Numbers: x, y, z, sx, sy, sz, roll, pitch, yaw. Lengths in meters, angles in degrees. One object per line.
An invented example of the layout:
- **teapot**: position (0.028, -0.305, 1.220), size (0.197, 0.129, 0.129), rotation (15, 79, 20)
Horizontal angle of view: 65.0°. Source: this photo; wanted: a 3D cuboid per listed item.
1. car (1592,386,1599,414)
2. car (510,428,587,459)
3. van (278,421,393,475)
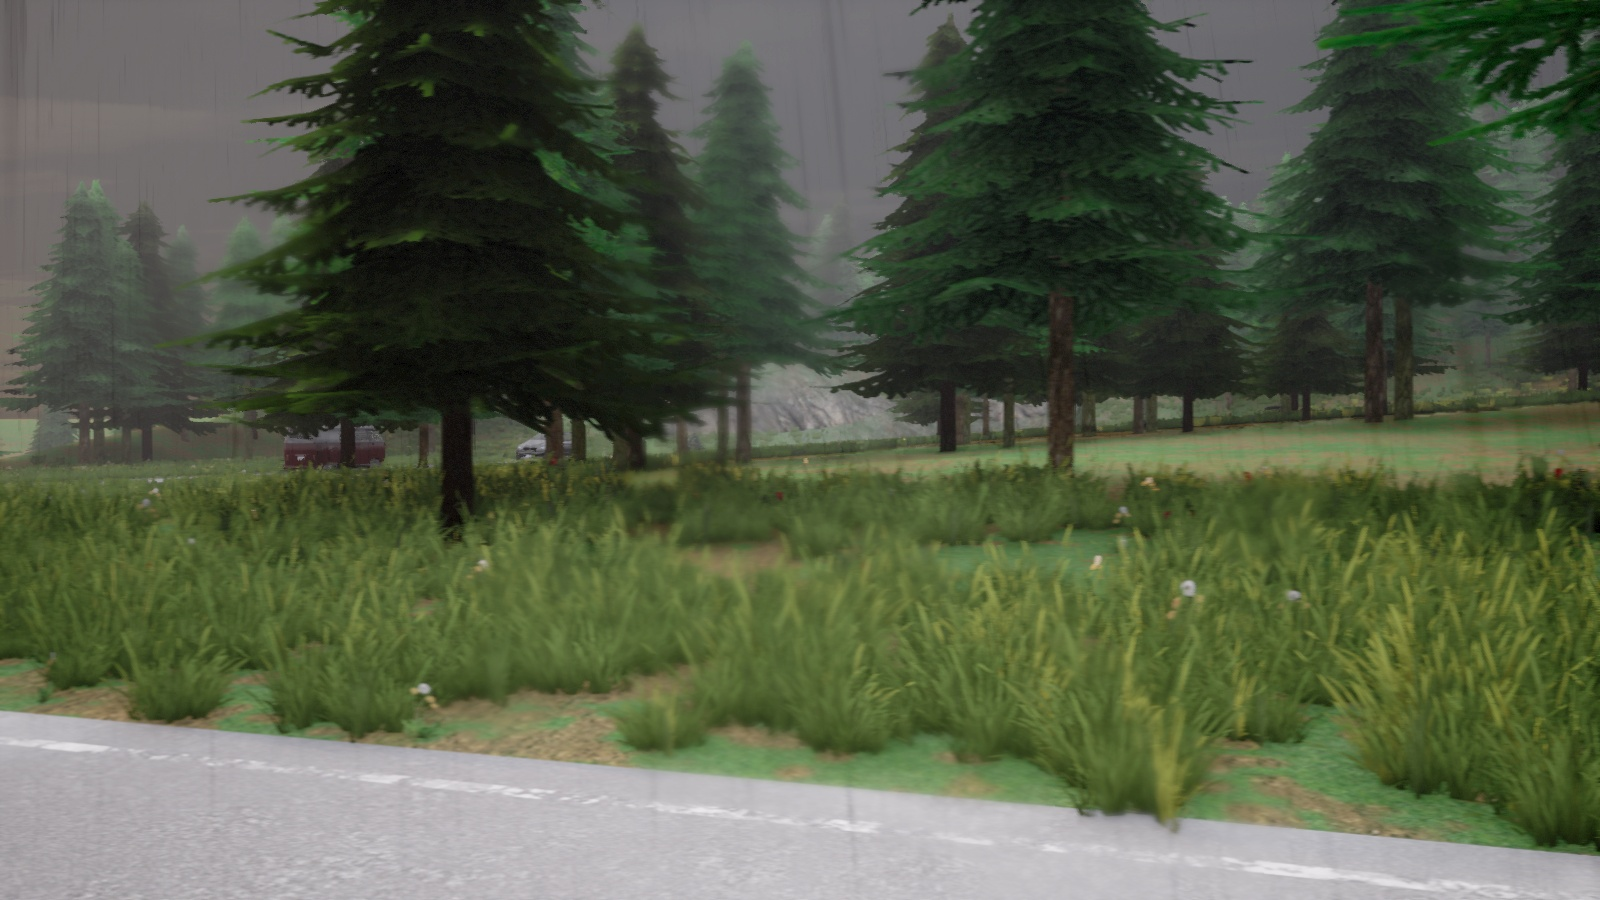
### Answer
- **car**: position (45.661, -2.904, 67.464), size (4.892, 1.490, 1.837), rotation (-6, -4, 44)
- **car**: position (-14.049, -0.370, 70.440), size (2.242, 1.667, 4.611), rotation (1, 1, 18)
- **van**: position (-17.838, -0.124, 48.473), size (1.775, 1.987, 4.442), rotation (1, 1, 18)
